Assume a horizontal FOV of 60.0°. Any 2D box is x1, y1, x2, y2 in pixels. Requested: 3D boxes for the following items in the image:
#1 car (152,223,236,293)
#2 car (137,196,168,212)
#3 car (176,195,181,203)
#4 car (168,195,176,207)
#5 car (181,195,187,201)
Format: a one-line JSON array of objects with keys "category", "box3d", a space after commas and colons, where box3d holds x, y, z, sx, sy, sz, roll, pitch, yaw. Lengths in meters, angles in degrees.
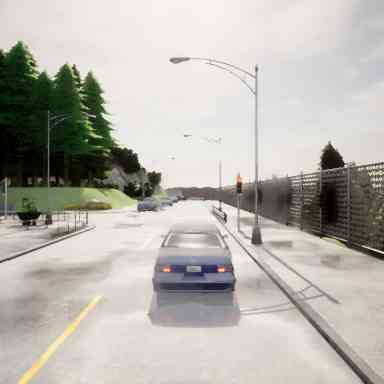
[{"category": "car", "box3d": [0.061, 1.547, 9.001, 2.033, 1.411, 5.357, 0, 0, 1]}, {"category": "car", "box3d": [-4.652, 1.351, 37.909, 2.097, 1.767, 4.553, 0, 0, 10]}, {"category": "car", "box3d": [-3.893, 1.525, 69.144, 1.812, 1.442, 4.674, 0, 0, 0]}, {"category": "car", "box3d": [-4.010, 1.499, 52.540, 1.837, 1.490, 4.892, 0, 2, 0]}, {"category": "car", "box3d": [-3.668, 1.540, 86.841, 5.357, 1.411, 2.033, 0, 0, 40]}]
